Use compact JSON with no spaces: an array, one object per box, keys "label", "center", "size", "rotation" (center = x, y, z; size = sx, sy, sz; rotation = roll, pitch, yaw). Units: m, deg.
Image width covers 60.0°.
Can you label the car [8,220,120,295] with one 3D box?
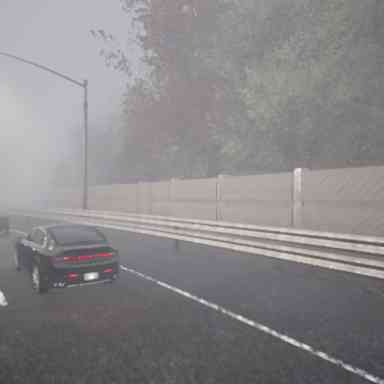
[{"label":"car","center":[-3.646,1.627,9.265],"size":[1.837,1.490,4.892],"rotation":[1,-1,-36]}]

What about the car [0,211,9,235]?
[{"label":"car","center":[-12.411,1.734,19.841],"size":[1.882,1.535,5.008],"rotation":[1,-1,-42]}]
